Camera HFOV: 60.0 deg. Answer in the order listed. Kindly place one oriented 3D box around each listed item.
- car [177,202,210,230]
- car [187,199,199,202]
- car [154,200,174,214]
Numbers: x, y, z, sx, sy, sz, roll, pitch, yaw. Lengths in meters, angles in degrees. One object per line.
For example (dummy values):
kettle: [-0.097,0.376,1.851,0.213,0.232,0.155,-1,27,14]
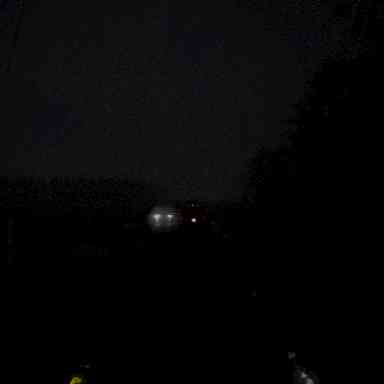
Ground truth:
car: [0.102,1.560,20.849,1.994,1.385,4.181,0,0,0]
car: [0.103,1.541,39.098,2.033,1.411,5.357,0,0,0]
car: [-2.847,1.541,34.916,2.033,1.411,5.357,0,0,0]
